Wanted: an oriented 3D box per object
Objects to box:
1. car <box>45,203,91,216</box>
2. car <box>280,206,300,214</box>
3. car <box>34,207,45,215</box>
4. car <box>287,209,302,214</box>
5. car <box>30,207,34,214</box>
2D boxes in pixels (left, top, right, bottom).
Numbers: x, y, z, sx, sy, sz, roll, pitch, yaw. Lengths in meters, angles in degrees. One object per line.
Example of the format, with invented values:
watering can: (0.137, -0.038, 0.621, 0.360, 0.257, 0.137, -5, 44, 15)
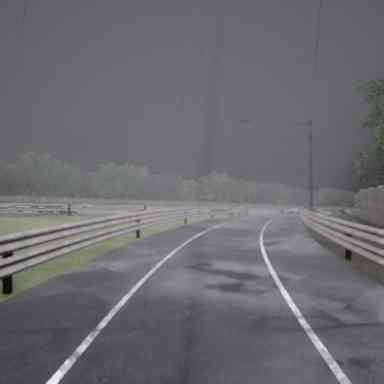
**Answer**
car: (-14.982, 2.144, 41.329, 2.128, 1.511, 4.902, -3, -5, 44)
car: (24.919, 4.489, 82.450, 2.150, 2.045, 5.566, -3, -4, 44)
car: (-17.497, 2.254, 43.760, 1.837, 1.490, 4.892, -3, -5, 44)
car: (27.968, 5.341, 90.594, 1.895, 1.301, 4.718, -3, -4, 44)
car: (-20.011, 2.376, 46.192, 1.837, 1.490, 4.892, -3, -5, 44)
